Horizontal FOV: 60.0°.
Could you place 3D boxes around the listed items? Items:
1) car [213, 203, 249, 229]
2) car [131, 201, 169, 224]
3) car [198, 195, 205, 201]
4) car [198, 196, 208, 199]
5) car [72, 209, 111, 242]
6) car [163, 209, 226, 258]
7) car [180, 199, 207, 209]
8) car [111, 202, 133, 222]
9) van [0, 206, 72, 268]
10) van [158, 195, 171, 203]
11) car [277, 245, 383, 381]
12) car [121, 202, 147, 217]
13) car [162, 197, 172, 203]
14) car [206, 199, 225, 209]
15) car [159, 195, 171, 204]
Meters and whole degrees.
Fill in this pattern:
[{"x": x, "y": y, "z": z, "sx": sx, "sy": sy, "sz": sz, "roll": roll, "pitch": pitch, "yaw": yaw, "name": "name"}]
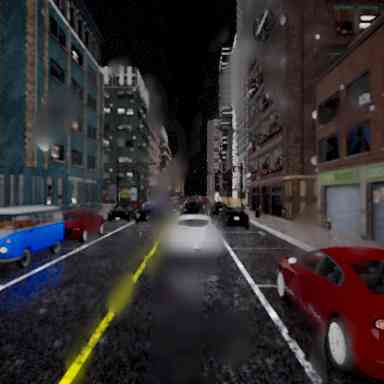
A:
[{"x": 2.687, "y": 1.633, "z": 22.124, "sx": 1.947, "sy": 1.339, "sz": 4.313, "roll": 0, "pitch": 0, "yaw": 0, "name": "car"}, {"x": -3.100, "y": 1.641, "z": 25.384, "sx": 1.994, "sy": 1.385, "sz": 4.181, "roll": 0, "pitch": 0, "yaw": 0, "name": "car"}, {"x": 2.652, "y": 1.764, "z": 93.215, "sx": 1.967, "sy": 1.590, "sz": 4.097, "roll": 0, "pitch": 0, "yaw": 0, "name": "car"}, {"x": 2.665, "y": 1.799, "z": 65.576, "sx": 1.802, "sy": 1.307, "sz": 4.206, "roll": 0, "pitch": 0, "yaw": 0, "name": "car"}, {"x": -5.691, "y": 1.595, "z": 16.609, "sx": 1.887, "sy": 1.381, "sz": 4.507, "roll": 0, "pitch": 0, "yaw": 0, "name": "car"}, {"x": 0.077, "y": 1.566, "z": 12.899, "sx": 1.812, "sy": 1.442, "sz": 4.674, "roll": 0, "pitch": -1, "yaw": 0, "name": "car"}, {"x": 0.066, "y": 1.589, "z": 27.759, "sx": 1.837, "sy": 1.490, "sz": 4.892, "roll": 0, "pitch": 0, "yaw": 0, "name": "car"}, {"x": -5.697, "y": 1.650, "z": 27.656, "sx": 1.947, "sy": 1.339, "sz": 4.313, "roll": 0, "pitch": 0, "yaw": 0, "name": "car"}, {"x": -5.687, "y": 1.374, "z": 11.086, "sx": 1.690, "sy": 1.788, "sz": 3.998, "roll": 0, "pitch": 0, "yaw": 0, "name": "van"}, {"x": -5.714, "y": 1.557, "z": 65.574, "sx": 1.690, "sy": 1.788, "sz": 3.998, "roll": 0, "pitch": 0, "yaw": 0, "name": "van"}, {"x": 2.695, "y": 1.562, "z": 5.554, "sx": 1.887, "sy": 1.381, "sz": 4.507, "roll": 0, "pitch": 0, "yaw": 0, "name": "car"}, {"x": -5.700, "y": 1.684, "z": 33.179, "sx": 1.802, "sy": 1.307, "sz": 4.206, "roll": 0, "pitch": 0, "yaw": 0, "name": "car"}, {"x": -5.721, "y": 1.803, "z": 76.629, "sx": 1.887, "sy": 1.381, "sz": 4.507, "roll": 0, "pitch": 0, "yaw": 0, "name": "car"}, {"x": 2.681, "y": 1.669, "z": 33.171, "sx": 1.947, "sy": 1.339, "sz": 4.313, "roll": 0, "pitch": 0, "yaw": 0, "name": "car"}, {"x": -5.717, "y": 1.552, "z": 71.102, "sx": 2.192, "sy": 1.841, "sz": 5.009, "roll": 0, "pitch": 0, "yaw": 0, "name": "car"}]
